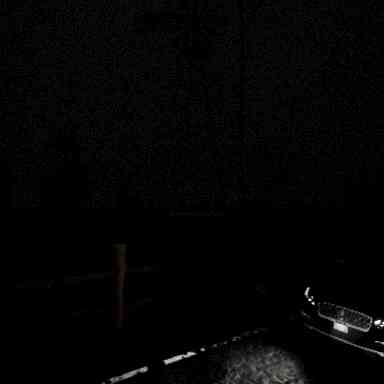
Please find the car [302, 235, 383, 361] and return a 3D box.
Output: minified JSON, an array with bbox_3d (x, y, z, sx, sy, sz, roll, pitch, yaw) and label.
[{"bbox_3d":[3.909,1.504,5.721,4.892,1.490,1.837,0,0,-35],"label":"car"}]
